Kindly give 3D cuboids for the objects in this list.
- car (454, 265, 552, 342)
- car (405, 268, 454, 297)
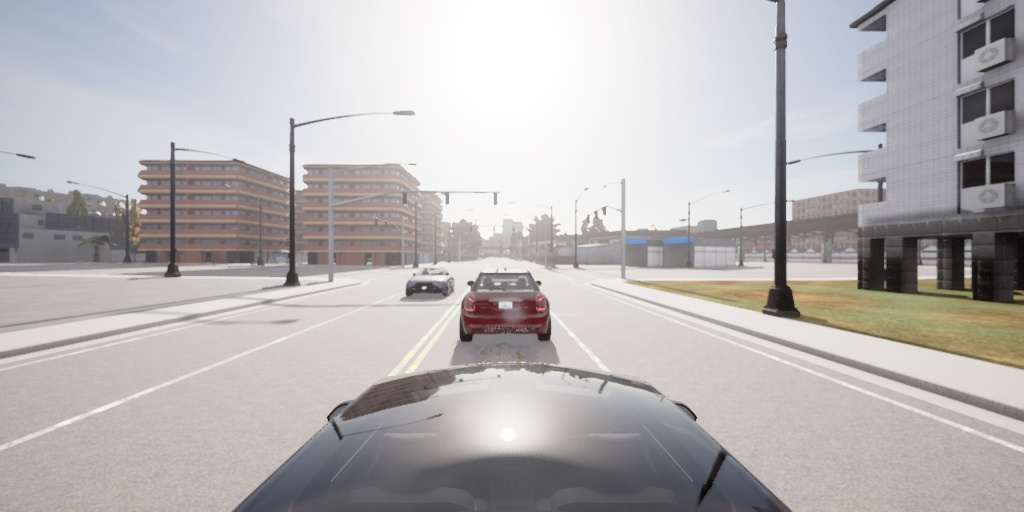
[{"bbox_3d":[-0.203,1.096,9.981,2.097,1.767,4.553,0,0,-2],"label":"car"},{"bbox_3d":[-4.135,1.301,18.654,1.994,1.385,4.181,0,0,-2],"label":"car"}]
